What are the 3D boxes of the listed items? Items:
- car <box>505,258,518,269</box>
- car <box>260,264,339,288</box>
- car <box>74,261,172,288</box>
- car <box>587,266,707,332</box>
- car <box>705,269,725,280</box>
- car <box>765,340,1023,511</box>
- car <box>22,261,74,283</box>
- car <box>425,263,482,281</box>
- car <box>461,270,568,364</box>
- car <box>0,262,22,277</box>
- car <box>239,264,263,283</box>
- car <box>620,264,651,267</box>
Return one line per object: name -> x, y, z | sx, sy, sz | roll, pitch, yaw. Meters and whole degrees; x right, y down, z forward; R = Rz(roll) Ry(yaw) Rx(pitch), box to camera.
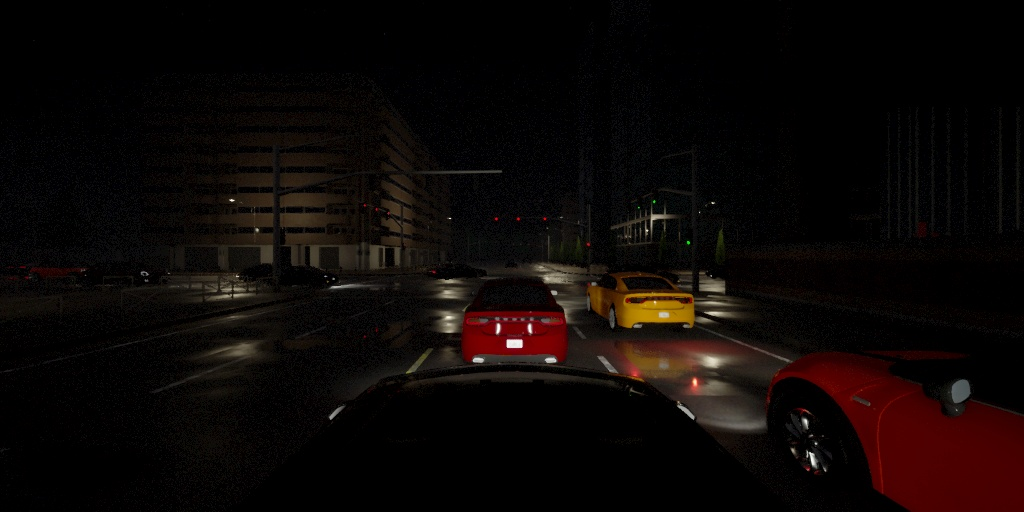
car -> -0.120, 1.276, 58.009 | 1.812, 1.442, 4.674 | 0, 0, 1
car -> -13.994, 1.366, 24.113 | 4.181, 1.385, 1.994 | 0, 0, 0
car -> -25.828, 1.158, 24.164 | 4.553, 1.767, 2.097 | 0, 0, 0
car -> 3.580, 1.228, 10.879 | 1.882, 1.535, 5.008 | 0, 0, 0
car -> 19.530, 1.406, 31.180 | 4.718, 1.301, 1.895 | 0, 0, 0
car -> 3.600, 1.102, 1.733 | 2.097, 1.767, 4.553 | 0, 0, 0
car -> -33.974, 1.157, 27.698 | 4.553, 1.767, 2.097 | 0, 0, 0
car -> -4.785, 1.324, 31.058 | 5.357, 1.411, 2.033 | 0, 0, -38
car -> 0.061, 1.228, 8.105 | 1.882, 1.535, 5.008 | 0, 0, 0
car -> -50.339, 1.297, 34.913 | 4.902, 1.511, 2.128 | 0, 0, 1
car -> -18.355, 1.331, 27.635 | 4.674, 1.442, 1.812 | 0, 0, 0
car -> 8.628, 1.298, 24.023 | 4.892, 1.490, 1.837 | 1, 0, 0
